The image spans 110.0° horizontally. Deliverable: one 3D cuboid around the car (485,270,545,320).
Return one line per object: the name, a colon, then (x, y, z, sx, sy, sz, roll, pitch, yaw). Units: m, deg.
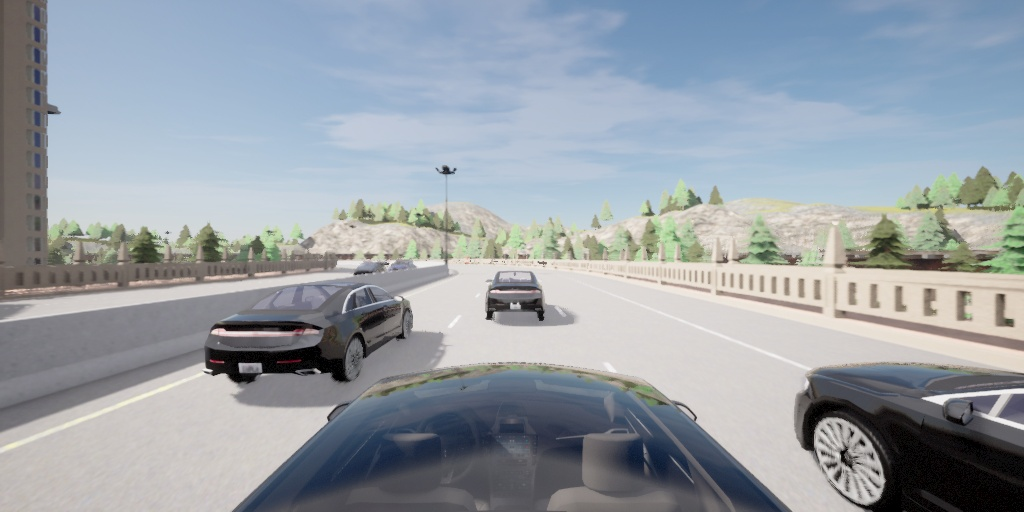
car: (0.101, 1.250, 12.693, 2.128, 1.511, 4.902, 0, 0, 0)

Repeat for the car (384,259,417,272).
car: (-11.024, 1.161, 36.410, 2.097, 1.767, 4.553, 0, 0, -5)

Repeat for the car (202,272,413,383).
car: (-3.399, 1.245, 7.087, 2.128, 1.511, 4.902, 0, 0, 0)

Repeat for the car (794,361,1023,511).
car: (3.600, 1.241, 1.418, 2.128, 1.511, 4.902, 0, 0, 0)

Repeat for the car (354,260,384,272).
car: (-14.506, 1.360, 36.979, 2.033, 1.411, 5.357, 0, 0, -5)
